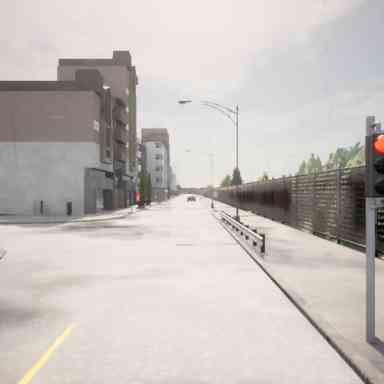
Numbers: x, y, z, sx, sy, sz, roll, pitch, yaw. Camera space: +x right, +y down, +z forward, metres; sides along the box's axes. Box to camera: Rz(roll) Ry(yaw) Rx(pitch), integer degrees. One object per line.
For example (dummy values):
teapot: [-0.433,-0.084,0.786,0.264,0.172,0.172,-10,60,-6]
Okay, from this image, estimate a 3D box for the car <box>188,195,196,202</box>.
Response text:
car: [-0.101,1.524,77.509,1.812,1.442,4.674,0,0,0]
